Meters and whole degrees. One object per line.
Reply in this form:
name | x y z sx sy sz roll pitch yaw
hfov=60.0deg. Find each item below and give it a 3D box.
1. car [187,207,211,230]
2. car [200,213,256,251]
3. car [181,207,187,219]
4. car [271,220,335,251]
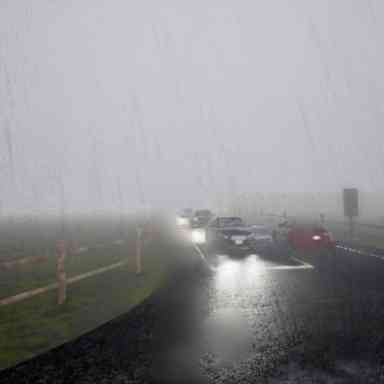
car | 0.957 2.363 29.525 2.097 1.767 4.553 -1 -2 -4
car | 1.903 2.056 17.215 2.128 1.511 4.902 -1 -2 -4
car | -0.626 3.156 51.311 2.097 1.767 4.553 -1 -2 -4
car | 5.438 2.071 16.763 1.994 1.385 4.181 -1 -2 -3
